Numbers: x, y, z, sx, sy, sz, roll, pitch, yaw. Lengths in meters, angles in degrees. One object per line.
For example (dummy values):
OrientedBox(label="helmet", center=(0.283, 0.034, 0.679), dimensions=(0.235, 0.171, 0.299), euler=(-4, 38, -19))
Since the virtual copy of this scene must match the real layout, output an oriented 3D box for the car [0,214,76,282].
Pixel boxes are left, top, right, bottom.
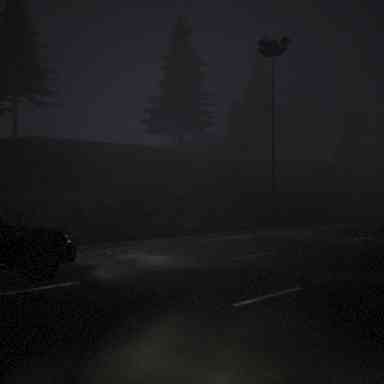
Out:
OrientedBox(label="car", center=(-5.825, 1.229, 8.154), dimensions=(5.566, 2.045, 2.150), euler=(0, 0, -36))
